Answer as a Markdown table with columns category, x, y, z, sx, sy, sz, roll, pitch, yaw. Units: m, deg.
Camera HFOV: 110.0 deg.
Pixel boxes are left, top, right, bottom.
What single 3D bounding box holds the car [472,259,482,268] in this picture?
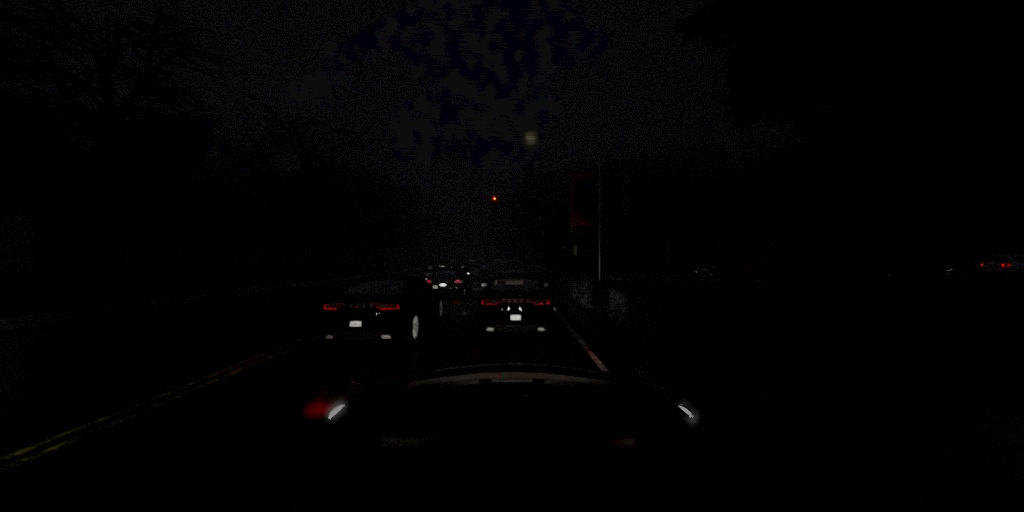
| category | x | y | z | sx | sy | sz | roll | pitch | yaw |
| --- | --- | --- | --- | --- | --- | --- | --- | --- | --- |
| car | -6.668 | 1.302 | 60.777 | 1.812 | 1.442 | 4.674 | 0 | 0 | 0 |

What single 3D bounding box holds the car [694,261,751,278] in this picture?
| category | x | y | z | sx | sy | sz | roll | pitch | yaw |
| --- | --- | --- | --- | --- | --- | --- | --- | --- | --- |
| car | 19.647 | 1.217 | 33.447 | 4.902 | 1.511 | 2.128 | 0 | 0 | 0 |

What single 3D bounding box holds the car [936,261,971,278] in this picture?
| category | x | y | z | sx | sy | sz | roll | pitch | yaw |
| --- | --- | --- | --- | --- | --- | --- | --- | --- | --- |
| car | 42.255 | 1.187 | 33.413 | 5.008 | 1.535 | 1.882 | 0 | 0 | 0 |

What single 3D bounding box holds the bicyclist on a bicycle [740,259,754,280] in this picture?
| category | x | y | z | sx | sy | sz | roll | pitch | yaw |
| --- | --- | --- | --- | --- | --- | --- | --- | --- | --- |
| bicyclist on a bicycle | 18.086 | 1.033 | 27.588 | 0.582 | 1.620 | 1.656 | 0 | 0 | 0 |

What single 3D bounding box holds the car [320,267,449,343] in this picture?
| category | x | y | z | sx | sy | sz | roll | pitch | yaw |
| --- | --- | --- | --- | --- | --- | --- | --- | --- | --- |
| car | -3.169 | 1.227 | 9.744 | 1.882 | 1.535 | 5.008 | 0 | 0 | 0 |

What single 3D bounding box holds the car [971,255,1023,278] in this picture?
| category | x | y | z | sx | sy | sz | roll | pitch | yaw |
| --- | --- | --- | --- | --- | --- | --- | --- | --- | --- |
| car | 43.540 | 0.933 | 30.554 | 5.566 | 2.045 | 2.150 | 0 | 0 | 0 |

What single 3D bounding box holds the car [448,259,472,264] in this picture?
| category | x | y | z | sx | sy | sz | roll | pitch | yaw |
| --- | --- | --- | --- | --- | --- | --- | --- | --- | --- |
| car | -6.666 | 1.270 | 45.766 | 1.837 | 1.490 | 4.892 | 0 | 0 | 0 |

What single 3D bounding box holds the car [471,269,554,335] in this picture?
| category | x | y | z | sx | sy | sz | roll | pitch | yaw |
| --- | --- | --- | --- | --- | --- | --- | --- | --- | --- |
| car | 0.080 | 1.227 | 10.492 | 1.882 | 1.535 | 5.008 | 0 | 0 | 0 |

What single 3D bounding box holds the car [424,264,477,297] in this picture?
| category | x | y | z | sx | sy | sz | roll | pitch | yaw |
| --- | --- | --- | --- | --- | --- | --- | --- | --- | --- |
| car | -3.200 | 1.315 | 18.682 | 1.994 | 1.385 | 4.181 | 0 | 0 | 0 |

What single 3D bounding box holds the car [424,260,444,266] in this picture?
| category | x | y | z | sx | sy | sz | roll | pitch | yaw |
| --- | --- | --- | --- | --- | --- | --- | --- | --- | --- |
| car | -9.916 | 1.256 | 45.846 | 2.128 | 1.511 | 4.902 | 0 | 0 | 0 |

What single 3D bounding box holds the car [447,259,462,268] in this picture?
| category | x | y | z | sx | sy | sz | roll | pitch | yaw |
| --- | --- | --- | --- | --- | --- | --- | --- | --- | --- |
| car | -9.914 | 1.303 | 62.265 | 1.812 | 1.442 | 4.674 | 0 | 0 | 0 |
